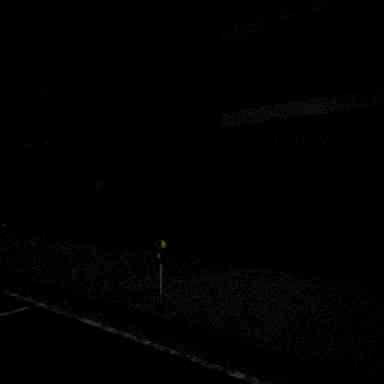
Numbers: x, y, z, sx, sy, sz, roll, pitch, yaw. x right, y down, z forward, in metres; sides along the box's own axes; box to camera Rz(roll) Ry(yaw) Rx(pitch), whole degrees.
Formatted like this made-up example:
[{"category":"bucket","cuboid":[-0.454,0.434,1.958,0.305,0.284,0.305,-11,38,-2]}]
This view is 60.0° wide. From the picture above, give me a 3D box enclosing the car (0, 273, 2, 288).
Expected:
[{"category":"car","cuboid":[-6.073,1.440,7.412,4.097,1.590,1.967,0,0,36]}]
